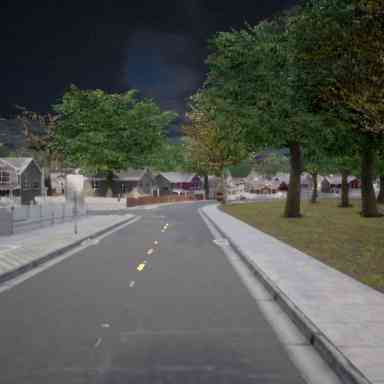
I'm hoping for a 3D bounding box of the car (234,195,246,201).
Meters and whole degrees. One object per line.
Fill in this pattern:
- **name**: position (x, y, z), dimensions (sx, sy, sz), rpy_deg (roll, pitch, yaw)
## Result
- **car**: position (13.402, 1.694, 92.542), dimensions (2.128, 1.511, 4.902), rpy_deg (2, 1, 34)
